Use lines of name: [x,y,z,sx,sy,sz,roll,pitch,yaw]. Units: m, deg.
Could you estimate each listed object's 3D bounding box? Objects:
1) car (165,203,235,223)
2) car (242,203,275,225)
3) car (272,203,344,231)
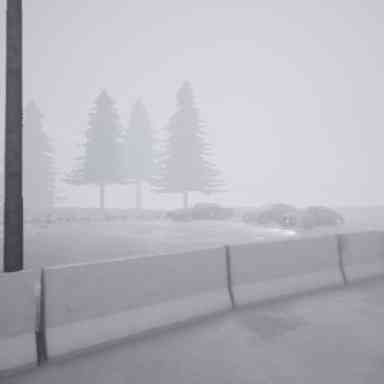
car: [0.700,1.513,24.959,5.357,1.411,2.033,0,0,-30]
car: [5.801,1.511,23.780,4.674,1.442,1.812,0,0,-28]
car: [7.426,1.559,20.672,4.181,1.385,1.994,0,0,-28]
